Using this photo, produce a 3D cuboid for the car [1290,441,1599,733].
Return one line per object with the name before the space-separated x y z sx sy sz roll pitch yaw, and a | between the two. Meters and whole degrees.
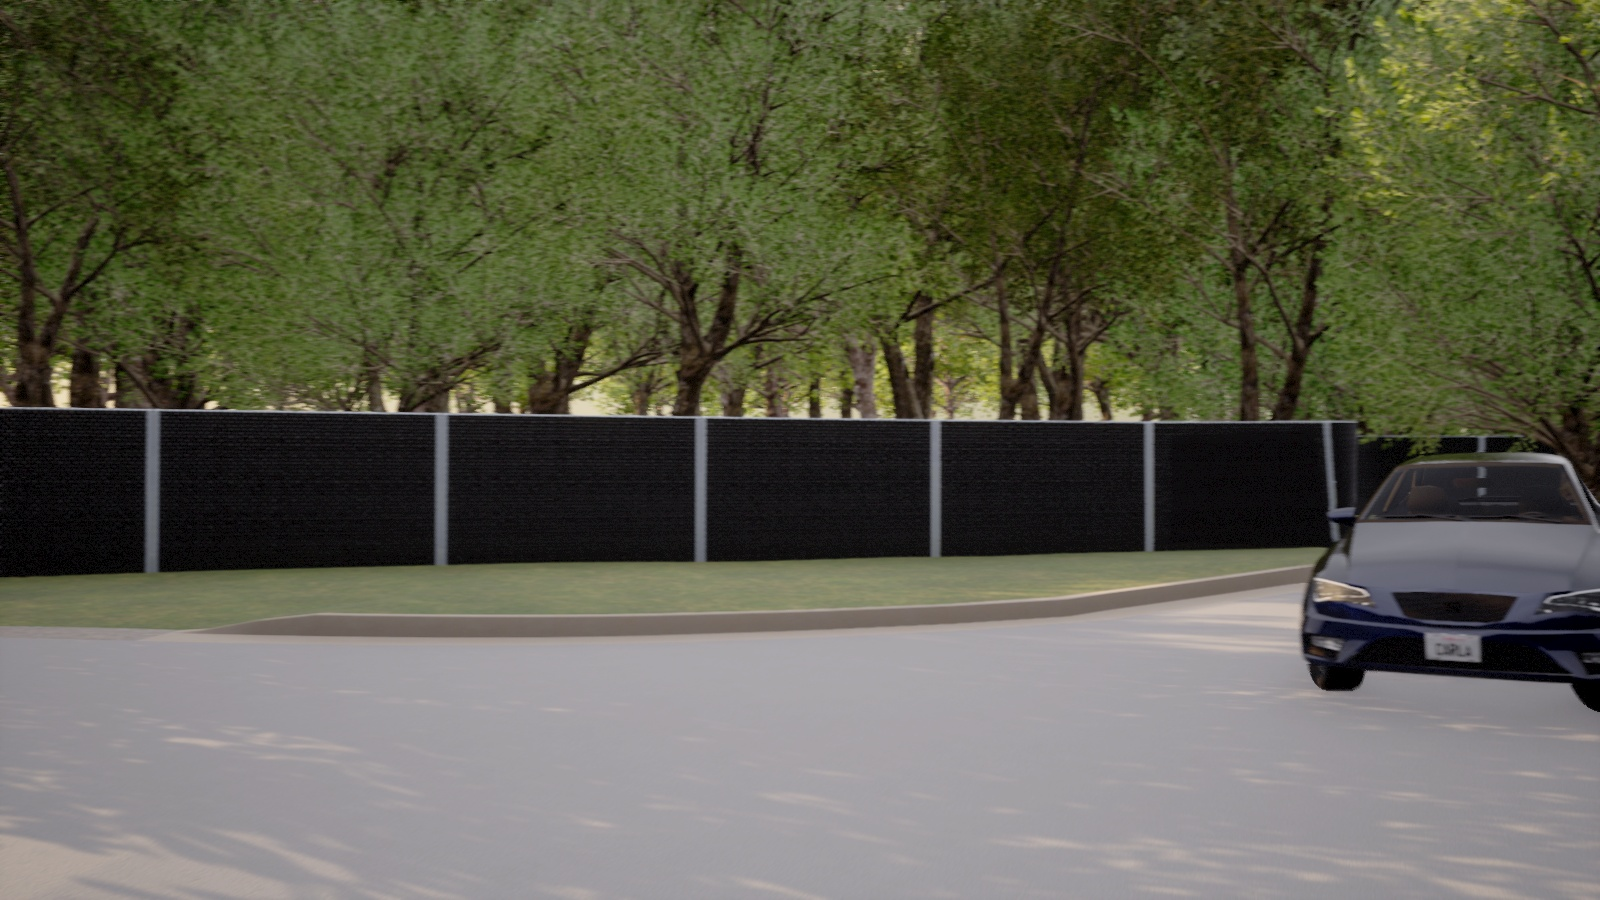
car | 4.800 0.728 8.710 1.816 1.474 4.193 -2 0 32
